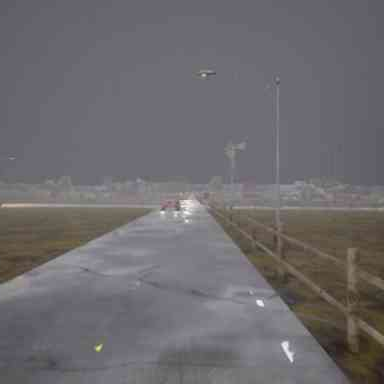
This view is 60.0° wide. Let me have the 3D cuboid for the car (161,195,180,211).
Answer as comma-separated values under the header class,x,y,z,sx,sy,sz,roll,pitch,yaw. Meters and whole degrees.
class,x,y,z,sx,sy,sz,roll,pitch,yaw
car,-2.754,1.342,43.491,2.150,2.045,5.566,0,-1,0
